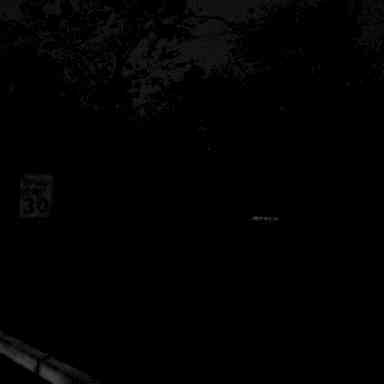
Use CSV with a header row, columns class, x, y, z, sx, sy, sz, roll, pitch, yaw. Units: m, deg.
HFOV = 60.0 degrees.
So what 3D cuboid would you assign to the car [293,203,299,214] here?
class,x,y,z,sx,sy,sz,roll,pitch,yaw
car,10.982,1.778,39.007,5.566,2.045,2.150,2,3,-43
